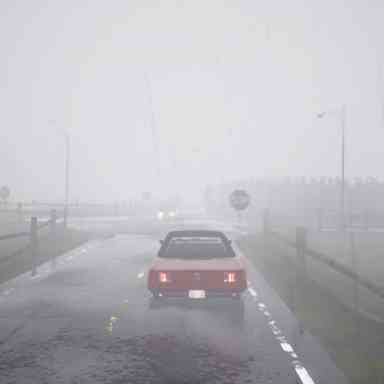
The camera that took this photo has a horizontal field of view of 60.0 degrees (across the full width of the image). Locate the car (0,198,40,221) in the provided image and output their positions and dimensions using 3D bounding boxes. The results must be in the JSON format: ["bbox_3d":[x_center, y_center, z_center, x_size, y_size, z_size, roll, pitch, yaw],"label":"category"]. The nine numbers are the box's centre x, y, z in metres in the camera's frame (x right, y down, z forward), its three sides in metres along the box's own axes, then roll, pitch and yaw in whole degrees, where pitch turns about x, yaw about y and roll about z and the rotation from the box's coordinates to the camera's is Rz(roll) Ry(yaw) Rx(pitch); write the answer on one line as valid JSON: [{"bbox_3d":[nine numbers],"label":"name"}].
[{"bbox_3d":[-13.197,1.184,23.027,5.008,1.535,1.882,1,-1,0],"label":"car"}]

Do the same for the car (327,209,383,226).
[{"bbox_3d":[12.951,1.954,25.819,4.718,1.301,1.895,1,-1,2],"label":"car"}]

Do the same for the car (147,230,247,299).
[{"bbox_3d":[0.094,1.602,8.376,1.895,1.301,4.718,0,0,0],"label":"car"}]

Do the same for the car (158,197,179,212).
[{"bbox_3d":[-2.888,1.581,39.326,1.994,1.385,4.181,0,0,-1],"label":"car"}]

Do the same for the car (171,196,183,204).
[{"bbox_3d":[-2.849,1.523,64.222,1.882,1.535,5.008,0,0,1],"label":"car"}]

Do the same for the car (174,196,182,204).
[{"bbox_3d":[-2.885,1.575,49.578,2.033,1.411,5.357,0,0,0],"label":"car"}]
